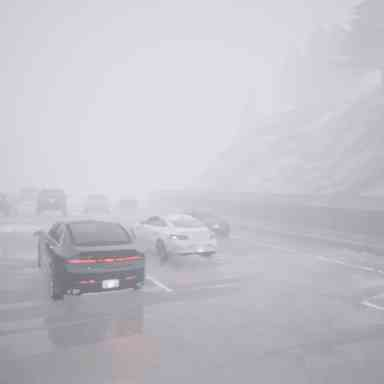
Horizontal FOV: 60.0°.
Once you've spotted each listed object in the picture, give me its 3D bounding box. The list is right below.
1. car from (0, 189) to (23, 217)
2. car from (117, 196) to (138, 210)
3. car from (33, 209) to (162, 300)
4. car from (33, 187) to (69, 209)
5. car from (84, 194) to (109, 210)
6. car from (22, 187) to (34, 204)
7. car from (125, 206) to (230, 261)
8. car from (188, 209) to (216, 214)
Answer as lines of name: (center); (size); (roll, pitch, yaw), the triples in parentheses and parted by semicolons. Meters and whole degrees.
car: (-14.116, 0.766, 24.302); (2.097, 1.767, 4.553); (2, 0, -20)
car: (-7.196, 1.175, 36.823); (1.882, 1.535, 5.008); (2, 0, -17)
car: (-2.665, 1.393, 8.246); (1.837, 1.490, 4.892); (2, 0, -29)
car: (-11.283, 0.752, 27.027); (2.150, 2.045, 5.566); (2, 0, -21)
car: (-8.985, 0.976, 31.073); (2.097, 1.767, 4.553); (2, 0, -19)
car: (-19.020, 0.430, 39.968); (2.150, 2.045, 5.566); (2, 0, -14)
car: (-0.819, 1.489, 12.176); (1.812, 1.442, 4.674); (2, 0, -28)
car: (0.275, 1.572, 17.758); (1.994, 1.385, 4.181); (2, 0, -26)
